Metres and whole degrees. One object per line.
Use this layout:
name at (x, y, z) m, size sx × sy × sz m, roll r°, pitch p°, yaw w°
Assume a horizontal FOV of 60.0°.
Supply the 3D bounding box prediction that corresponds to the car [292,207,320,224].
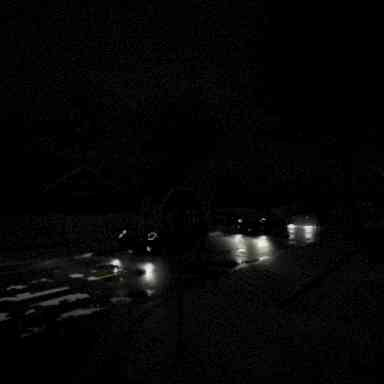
car at (10.901, 2.194, 31.540) m, size 1.837 × 1.490 × 4.892 m, roll -2°, pitch -2°, yaw 36°

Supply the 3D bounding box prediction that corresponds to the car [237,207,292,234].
car at (4.941, 1.881, 23.129) m, size 2.097 × 1.767 × 4.553 m, roll -2°, pitch -2°, yaw 35°

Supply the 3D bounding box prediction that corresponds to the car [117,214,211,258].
car at (-1.089, 1.711, 14.525) m, size 2.097 × 1.767 × 4.553 m, roll -2°, pitch -2°, yaw 35°
